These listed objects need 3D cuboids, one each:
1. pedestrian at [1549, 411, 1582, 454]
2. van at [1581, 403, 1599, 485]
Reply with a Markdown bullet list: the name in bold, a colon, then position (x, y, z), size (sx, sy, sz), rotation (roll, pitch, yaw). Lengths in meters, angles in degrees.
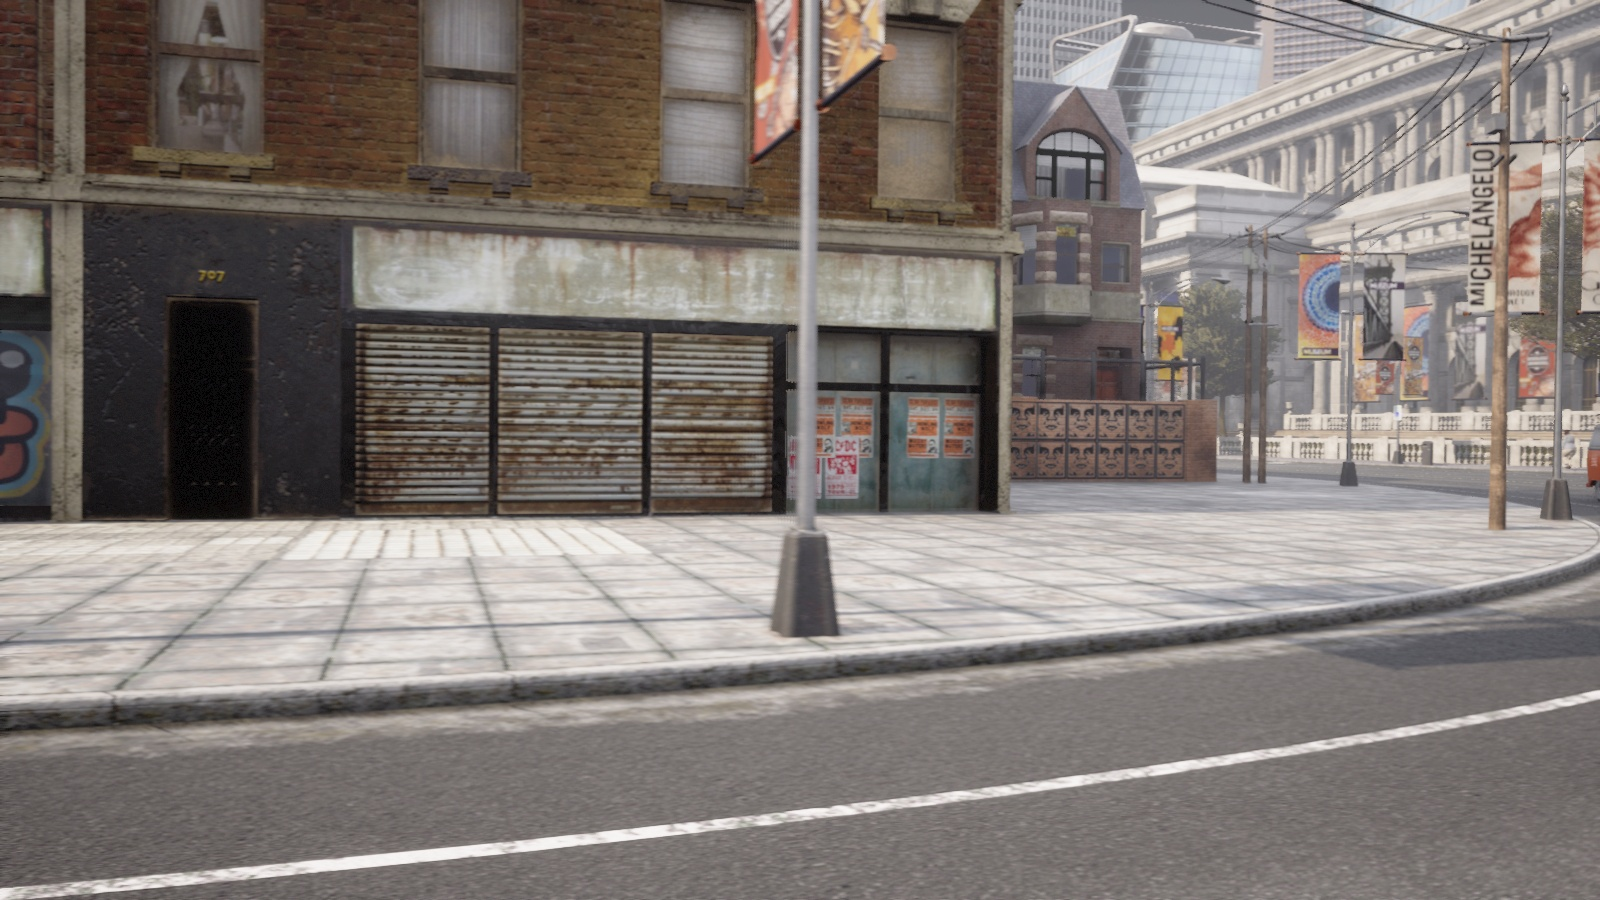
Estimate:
- **pedestrian**: position (33.820, -0.776, 55.502), size (0.874, 1.855, 0.900), rotation (-1, 1, -14)
- **van**: position (20.063, -0.120, 29.057), size (1.775, 1.987, 4.442), rotation (0, 1, 9)
